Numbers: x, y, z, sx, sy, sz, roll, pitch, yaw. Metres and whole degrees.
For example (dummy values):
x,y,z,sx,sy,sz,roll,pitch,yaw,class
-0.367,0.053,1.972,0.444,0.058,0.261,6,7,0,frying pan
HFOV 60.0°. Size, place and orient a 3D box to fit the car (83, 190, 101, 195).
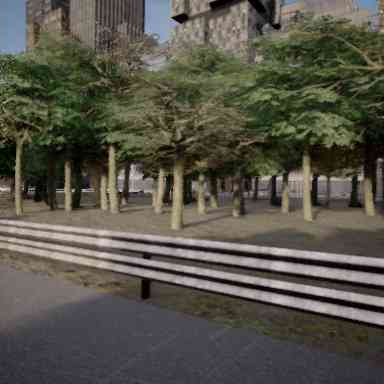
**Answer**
x,y,z,sx,sy,sz,roll,pitch,yaw,class
-20.921,-0.236,70.783,5.366,1.575,1.801,1,1,6,car
